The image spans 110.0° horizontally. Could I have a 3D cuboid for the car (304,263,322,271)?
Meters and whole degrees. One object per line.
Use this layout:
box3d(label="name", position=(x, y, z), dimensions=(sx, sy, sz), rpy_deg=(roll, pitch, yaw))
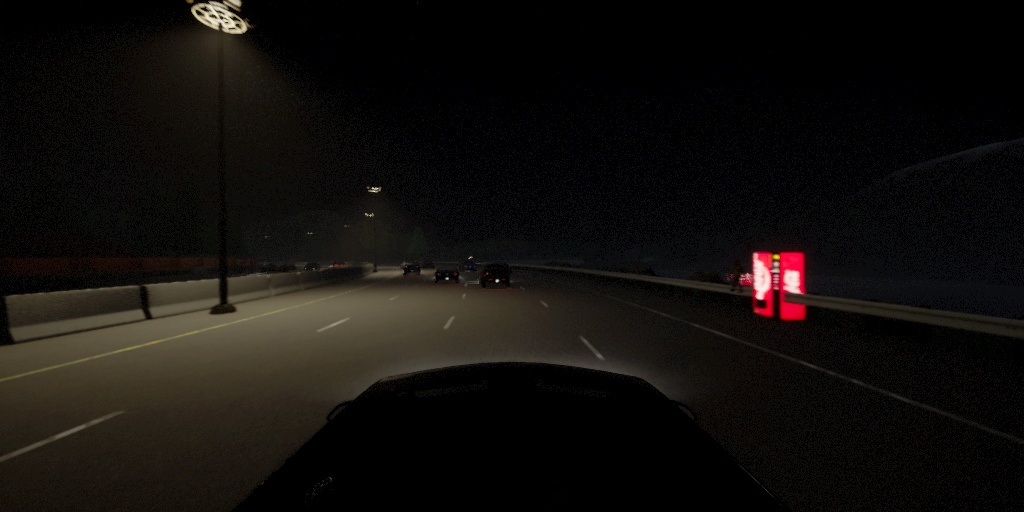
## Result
box3d(label="car", position=(-30.123, 1.757, 54.314), dimensions=(1.837, 1.490, 4.892), rpy_deg=(0, 0, -19))

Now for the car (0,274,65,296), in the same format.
box3d(label="car", position=(-25.375, 1.696, 17.408), dimensions=(1.994, 1.385, 4.181), rpy_deg=(-1, 0, -5))

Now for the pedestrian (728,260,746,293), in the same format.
box3d(label="pedestrian", position=(7.611, 0.678, 12.036), dimensions=(0.500, 1.100, 0.500), rpy_deg=(-1, 0, -3))

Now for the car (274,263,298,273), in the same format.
box3d(label="car", position=(-33.826, 1.865, 54.240), dimensions=(1.994, 1.385, 4.181), rpy_deg=(-1, 0, -19))

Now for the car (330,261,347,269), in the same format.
box3d(label="car", position=(-26.925, 1.563, 55.720), dimensions=(2.097, 1.767, 4.553), rpy_deg=(-1, 0, -19))

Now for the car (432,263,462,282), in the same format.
box3d(label="car", position=(-5.423, 1.469, 30.068), dimensions=(1.895, 1.301, 4.718), rpy_deg=(-1, 0, -10))

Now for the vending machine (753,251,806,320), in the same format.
box3d(label="vending machine", position=(8.341, 0.842, 11.223), dimensions=(1.100, 2.100, 0.880), rpy_deg=(0, 0, -3))

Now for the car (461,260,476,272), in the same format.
box3d(label="car", position=(-6.242, 1.478, 49.895), dimensions=(2.033, 1.411, 5.357), rpy_deg=(-1, 0, -16))

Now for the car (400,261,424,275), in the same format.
box3d(label="car", position=(-11.964, 1.472, 43.125), dimensions=(2.128, 1.511, 4.902), rpy_deg=(-1, 0, -15))

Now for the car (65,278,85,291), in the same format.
box3d(label="car", position=(-29.374, 1.795, 21.723), dimensions=(1.895, 1.301, 4.718), rpy_deg=(-1, 0, -7))

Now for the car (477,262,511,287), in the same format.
box3d(label="car", position=(-1.297, 1.323, 25.302), dimensions=(1.837, 1.490, 4.892), rpy_deg=(0, 0, -8))
